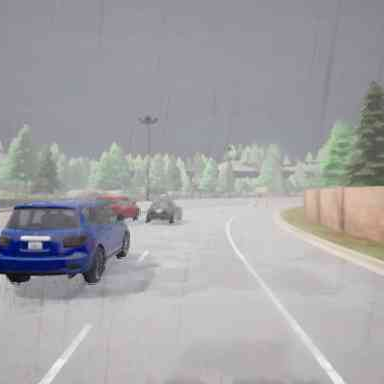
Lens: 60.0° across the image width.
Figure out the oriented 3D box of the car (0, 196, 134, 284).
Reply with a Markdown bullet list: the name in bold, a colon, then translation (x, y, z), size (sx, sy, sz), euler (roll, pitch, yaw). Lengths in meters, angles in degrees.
- **car**: translation (-3.379, 1.263, 9.885), size (2.150, 2.045, 5.566), euler (0, 0, 0)

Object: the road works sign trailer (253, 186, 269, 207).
- **road works sign trailer**: translation (12.054, 0.698, 56.857), size (2.380, 3.560, 2.880), euler (0, 0, 34)

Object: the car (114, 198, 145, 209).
- **car**: translation (-9.650, 1.761, 51.872), size (2.033, 1.411, 5.357), euler (0, 0, 22)

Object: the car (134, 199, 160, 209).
- **car**: translation (-6.682, 1.730, 49.807), size (1.812, 1.442, 4.674), euler (0, -1, 22)

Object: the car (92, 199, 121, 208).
- **car**: translation (-13.316, 1.815, 52.146), size (1.895, 1.301, 4.718), euler (0, 0, 22)

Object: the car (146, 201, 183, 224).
- **car**: translation (-2.091, 1.461, 26.394), size (2.097, 1.767, 4.553), euler (0, 0, 9)

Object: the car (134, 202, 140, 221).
- **car**: translation (-5.772, 1.328, 25.826), size (2.150, 2.045, 5.566), euler (0, 0, 8)
